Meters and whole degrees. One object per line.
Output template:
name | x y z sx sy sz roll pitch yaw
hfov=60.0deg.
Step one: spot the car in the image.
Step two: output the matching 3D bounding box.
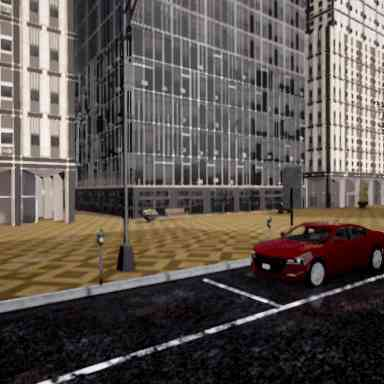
car | 3.568 1.483 9.104 4.507 1.381 1.887 -1 0 -35
